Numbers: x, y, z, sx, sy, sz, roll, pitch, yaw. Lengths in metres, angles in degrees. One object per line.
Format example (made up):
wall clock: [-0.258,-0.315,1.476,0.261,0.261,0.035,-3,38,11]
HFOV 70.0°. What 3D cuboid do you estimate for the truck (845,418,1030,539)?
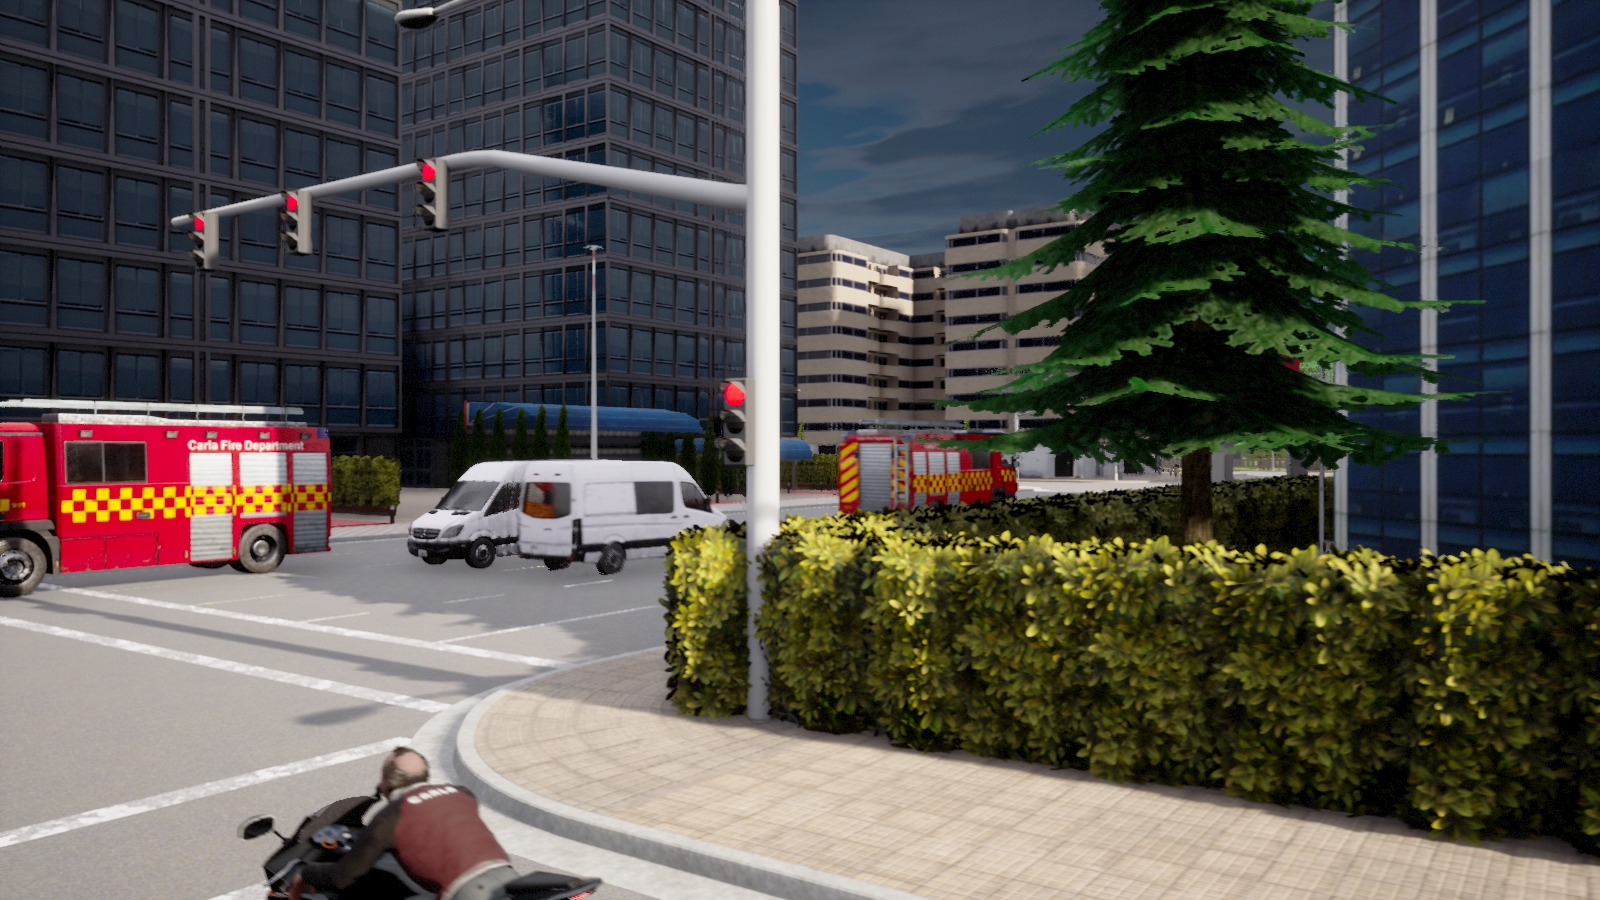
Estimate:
truck: [5.106,0.904,40.567,2.891,3.827,8.468,0,0,35]

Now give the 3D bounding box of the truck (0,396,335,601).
truck: [-14.582,0.909,24.327,2.891,3.827,8.468,0,0,34]

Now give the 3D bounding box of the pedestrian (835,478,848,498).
pedestrian: [2.288,2.100,62.773,0.500,1.100,0.500,0,0,33]

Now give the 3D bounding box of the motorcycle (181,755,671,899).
motorcycle: [-1.681,2.209,4.959,2.209,1.251,0.867,0,0,35]

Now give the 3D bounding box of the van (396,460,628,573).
van: [-7.196,1.551,29.306,1.988,2.561,5.915,0,0,35]

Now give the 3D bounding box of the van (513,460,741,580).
van: [-4.014,1.548,27.764,1.988,2.561,5.915,0,0,35]
